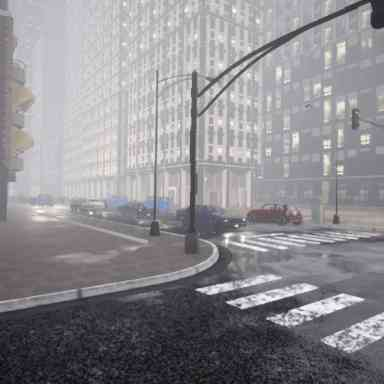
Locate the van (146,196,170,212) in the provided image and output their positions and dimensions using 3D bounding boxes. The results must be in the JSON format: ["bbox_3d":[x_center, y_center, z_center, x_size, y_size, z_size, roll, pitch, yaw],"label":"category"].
[{"bbox_3d":[-3.970,1.378,37.739,1.690,1.788,3.998,1,-1,-35],"label":"van"}]

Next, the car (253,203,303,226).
[{"bbox_3d":[5.795,1.501,23.889,1.967,1.590,4.097,1,-1,-35],"label":"car"}]

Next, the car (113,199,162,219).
[{"bbox_3d":[-4.793,1.534,28.856,1.895,1.301,4.718,1,-1,-35],"label":"car"}]

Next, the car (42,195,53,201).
[{"bbox_3d":[-36.527,1.566,83.898,1.802,1.307,4.206,1,-1,-35],"label":"car"}]

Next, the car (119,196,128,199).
[{"bbox_3d":[-7.229,1.580,42.353,2.008,1.369,4.403,1,-1,-35],"label":"car"}]

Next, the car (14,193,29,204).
[{"bbox_3d":[-30.349,1.152,60.608,2.192,1.841,5.009,1,-1,-35],"label":"car"}]

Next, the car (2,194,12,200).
[{"bbox_3d":[-46.533,1.363,83.550,1.752,1.417,4.829,1,-1,-35],"label":"car"}]

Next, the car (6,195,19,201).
[{"bbox_3d":[-40.118,1.375,74.454,2.008,1.369,4.403,1,-1,-35],"label":"car"}]

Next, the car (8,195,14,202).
[{"bbox_3d":[-36.863,1.394,69.838,1.947,1.339,4.313,1,-1,-35],"label":"car"}]

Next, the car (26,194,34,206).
[{"bbox_3d":[-23.843,1.430,51.373,1.802,1.307,4.206,1,-1,-35],"label":"car"}]

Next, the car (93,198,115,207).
[{"bbox_3d":[-13.740,1.582,51.585,1.947,1.339,4.313,1,-1,-35],"label":"car"}]

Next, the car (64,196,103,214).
[{"bbox_3d":[-10.821,1.425,32.908,2.008,1.369,4.403,1,-1,-35],"label":"car"}]

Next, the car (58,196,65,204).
[{"bbox_3d":[-24.083,1.430,61.759,1.882,1.535,5.008,1,-1,-35],"label":"car"}]

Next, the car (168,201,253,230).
[{"bbox_3d":[0.954,1.495,20.709,2.033,1.411,5.357,1,-1,-36],"label":"car"}]

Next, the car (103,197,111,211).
[{"bbox_3d":[-11.325,1.444,38.136,1.812,1.442,4.674,1,-1,-35],"label":"car"}]

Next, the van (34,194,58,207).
[{"bbox_3d":[-20.583,1.195,46.759,1.690,1.788,3.998,1,-1,-35],"label":"van"}]

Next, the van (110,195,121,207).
[{"bbox_3d":[-10.480,1.364,46.972,1.690,1.788,3.998,1,-1,-35],"label":"van"}]
